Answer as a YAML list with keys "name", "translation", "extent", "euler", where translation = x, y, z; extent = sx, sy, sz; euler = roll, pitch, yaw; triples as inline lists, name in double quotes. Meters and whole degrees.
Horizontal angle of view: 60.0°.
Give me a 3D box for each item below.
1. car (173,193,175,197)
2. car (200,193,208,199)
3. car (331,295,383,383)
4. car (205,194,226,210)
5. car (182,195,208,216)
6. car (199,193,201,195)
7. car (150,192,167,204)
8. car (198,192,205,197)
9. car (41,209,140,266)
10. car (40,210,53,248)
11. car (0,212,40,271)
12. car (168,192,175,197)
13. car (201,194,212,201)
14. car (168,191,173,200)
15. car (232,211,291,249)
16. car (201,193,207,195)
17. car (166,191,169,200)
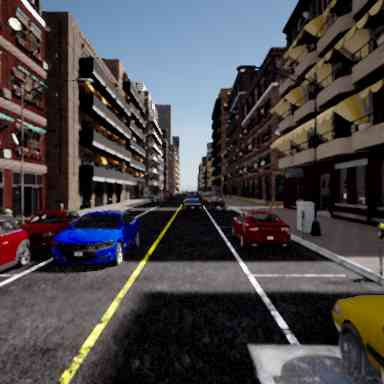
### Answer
- name: "car"
  translation: [-5.646, 0.629, 81.308]
  extent: [2.192, 1.841, 5.009]
  euler: [0, 0, 0]
- name: "car"
  translation: [2.731, 0.944, 75.666]
  extent: [1.802, 1.307, 4.206]
  euler: [0, 0, 0]
- name: "car"
  translation: [2.692, 1.503, 2.567]
  extent: [1.752, 1.417, 4.829]
  euler: [0, 0, 0]
- name: "car"
  translation: [2.710, 1.247, 36.213]
  extent: [2.008, 1.369, 4.403]
  euler: [0, 0, 0]
- name: "car"
  translation: [0.084, 1.299, 29.665]
  extent: [2.033, 1.411, 5.357]
  euler: [0, 1, 0]
- name: "car"
  translation: [0.029, 1.130, 51.749]
  extent: [1.994, 1.385, 4.181]
  euler: [0, 1, 0]
- name: "car"
  translation: [-5.661, 1.104, 53.129]
  extent: [2.008, 1.369, 4.403]
  euler: [0, 0, 0]
- name: "car"
  translation: [2.740, 0.801, 92.574]
  extent: [1.802, 1.307, 4.206]
  euler: [0, 0, 0]
- name: "car"
  translation: [-3.018, 1.381, 11.395]
  extent: [1.882, 1.535, 5.008]
  euler: [0, 0, 1]
- name: "car"
  translation: [-5.682, 1.430, 13.678]
  extent: [1.887, 1.381, 4.507]
  euler: [0, 0, 0]
- name: "car"
  translation: [-5.685, 1.372, 8.040]
  extent: [1.967, 1.590, 4.097]
  euler: [0, 0, 0]
- name: "car"
  translation: [-5.640, 0.745, 92.411]
  extent: [1.752, 1.417, 4.829]
  euler: [0, 0, 0]
- name: "car"
  translation: [2.725, 1.024, 64.393]
  extent: [1.947, 1.339, 4.313]
  euler: [0, 0, 0]
- name: "car"
  translation: [-5.652, 0.955, 70.038]
  extent: [1.887, 1.381, 4.507]
  euler: [0, 0, 0]
- name: "car"
  translation: [2.698, 1.430, 13.669]
  extent: [1.887, 1.381, 4.507]
  euler: [0, 0, 0]
- name: "car"
  translation: [2.723, 1.030, 58.927]
  extent: [1.752, 1.417, 4.829]
  euler: [0, 0, 0]
- name: "car"
  translation: [-5.659, 1.056, 58.766]
  extent: [2.008, 1.369, 4.403]
  euler: [0, 0, 0]
